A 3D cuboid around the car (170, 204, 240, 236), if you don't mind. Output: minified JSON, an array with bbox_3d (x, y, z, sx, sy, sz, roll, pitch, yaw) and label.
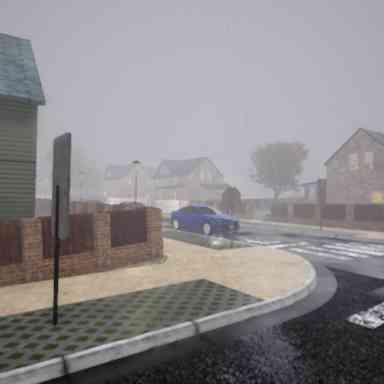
[{"bbox_3d":[0.630,1.477,18.759,1.882,1.535,5.008,2,-1,-33],"label":"car"}]

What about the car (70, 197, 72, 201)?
[{"bbox_3d":[-21.109,1.648,56.844,1.837,1.490,4.892,2,-1,-33],"label":"car"}]

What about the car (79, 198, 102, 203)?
[{"bbox_3d":[-10.382,1.569,35.371,1.812,1.442,4.674,2,-1,-33],"label":"car"}]

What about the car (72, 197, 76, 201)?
[{"bbox_3d":[-15.694,1.660,48.690,1.812,1.442,4.674,2,-1,-34],"label":"car"}]

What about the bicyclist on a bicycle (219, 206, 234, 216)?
[{"bbox_3d":[2.671,1.460,26.283,1.656,1.620,0.582,1,-1,-34],"label":"bicyclist on a bicycle"}]

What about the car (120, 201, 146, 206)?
[{"bbox_3d":[-4.683,1.527,26.768,1.837,1.490,4.892,2,-1,-33],"label":"car"}]
